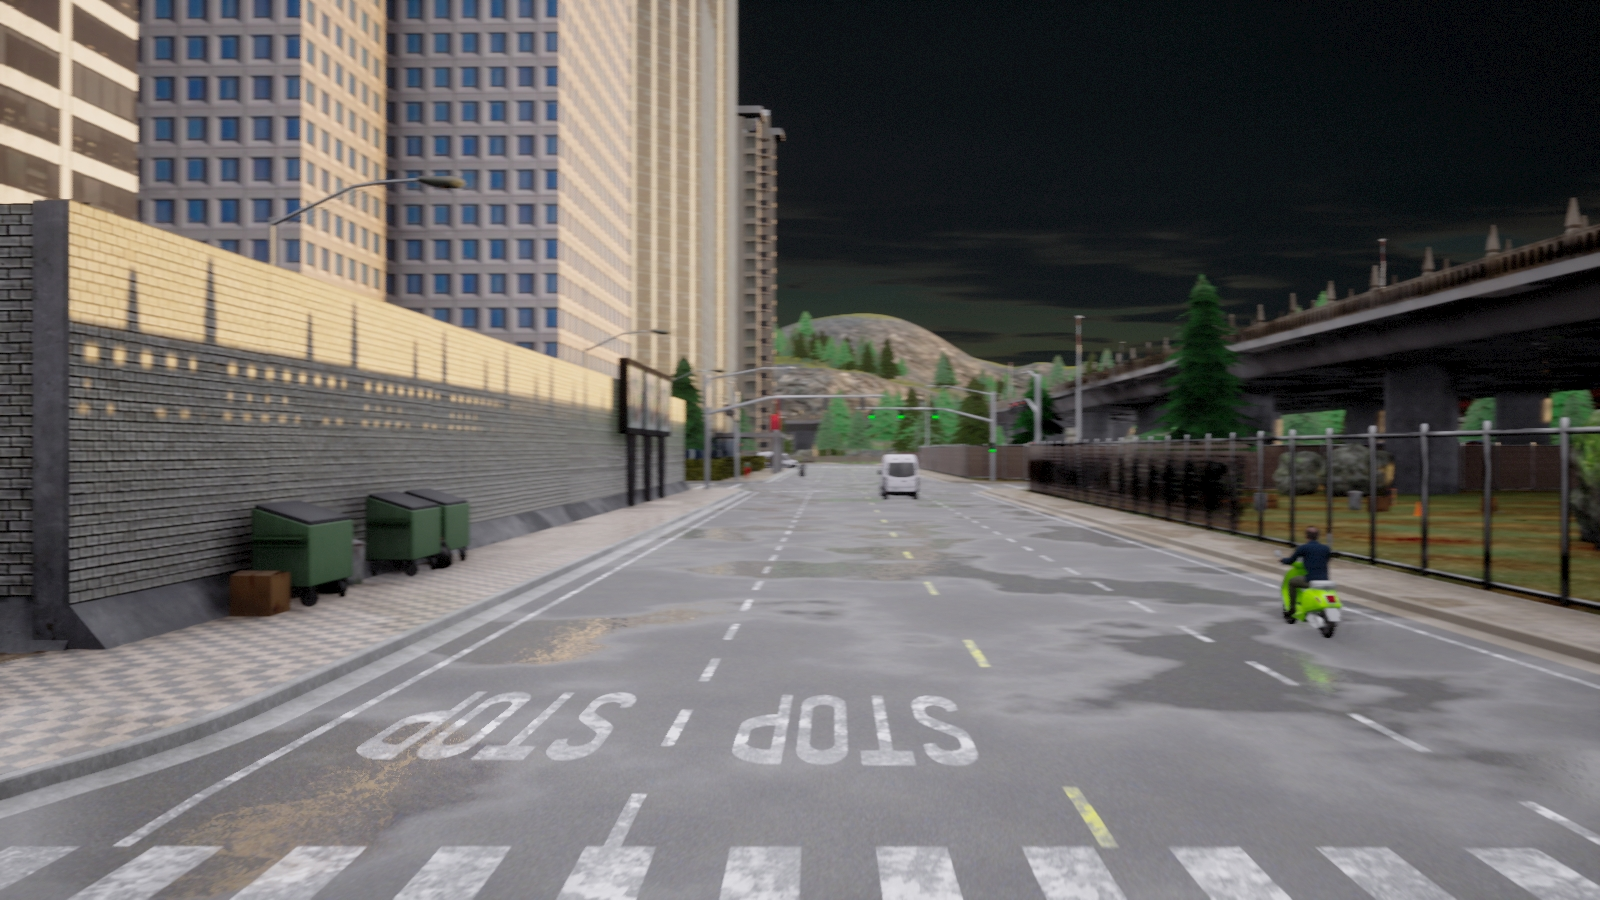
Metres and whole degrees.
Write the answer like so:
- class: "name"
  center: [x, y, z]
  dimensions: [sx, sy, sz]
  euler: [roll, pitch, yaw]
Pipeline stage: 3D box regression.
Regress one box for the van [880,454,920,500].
- class: "van"
  center: [5.722, 1.499, 66.190]
  dimensions: [1.988, 2.561, 5.915]
  euler: [0, 0, 2]
